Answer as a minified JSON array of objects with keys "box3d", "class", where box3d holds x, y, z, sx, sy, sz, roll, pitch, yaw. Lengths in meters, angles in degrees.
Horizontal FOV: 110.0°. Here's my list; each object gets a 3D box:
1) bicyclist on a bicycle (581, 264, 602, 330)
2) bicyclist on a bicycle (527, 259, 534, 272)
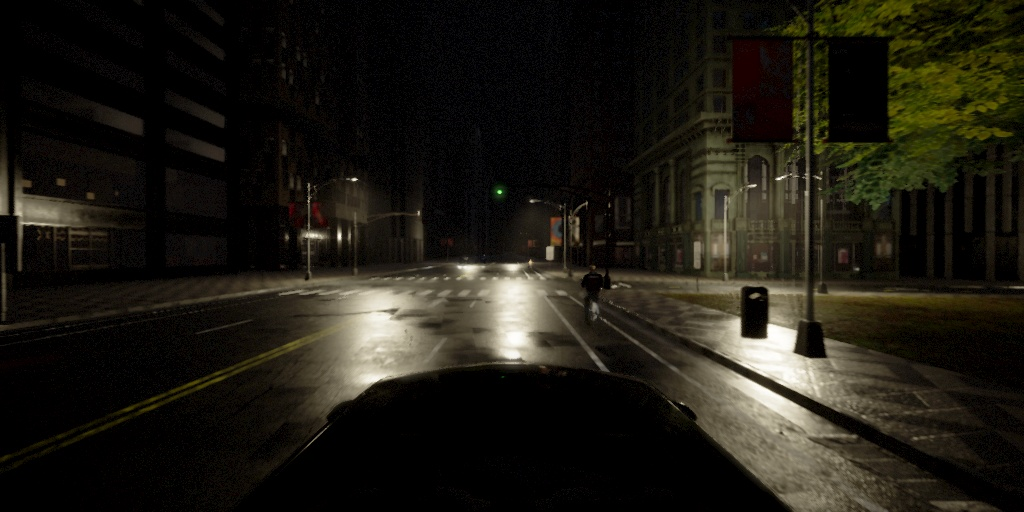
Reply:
[{"box3d":[2.250,1.123,10.259,0.659,1.776,1.843,0,0,0],"class":"bicyclist on a bicycle"},{"box3d":[2.248,1.192,43.318,0.866,1.612,1.509,0,0,0],"class":"bicyclist on a bicycle"}]
